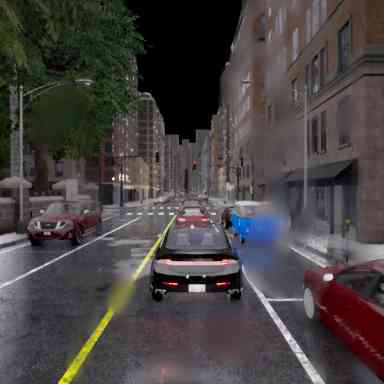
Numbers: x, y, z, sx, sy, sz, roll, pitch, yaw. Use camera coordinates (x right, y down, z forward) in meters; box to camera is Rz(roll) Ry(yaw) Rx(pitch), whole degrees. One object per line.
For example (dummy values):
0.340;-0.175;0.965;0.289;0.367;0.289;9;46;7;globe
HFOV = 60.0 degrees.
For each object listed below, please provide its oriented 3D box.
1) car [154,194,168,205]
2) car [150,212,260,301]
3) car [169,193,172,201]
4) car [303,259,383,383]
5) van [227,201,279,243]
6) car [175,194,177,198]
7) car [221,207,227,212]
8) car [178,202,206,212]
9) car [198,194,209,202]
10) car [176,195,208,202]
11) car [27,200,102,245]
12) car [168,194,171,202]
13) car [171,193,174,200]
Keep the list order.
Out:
-5.742;1.480;59.097;1.752;1.417;4.829;0;0;0;car
0.090;1.490;8.315;2.128;1.511;4.902;0;0;0;car
-5.756;1.493;70.169;1.887;1.381;4.507;0;0;0;car
2.850;1.544;4.308;1.887;1.381;4.507;0;0;0;car
2.836;1.336;15.629;1.690;1.788;3.998;0;0;0;van
-5.776;1.496;86.521;2.008;1.369;4.403;0;0;0;car
2.830;1.557;21.289;1.947;1.339;4.313;0;0;0;car
0.080;1.519;18.577;1.812;1.442;4.674;0;0;0;car
2.762;1.386;75.666;1.967;1.590;4.097;0;0;0;car
0.014;1.338;27.534;2.097;1.767;4.553;0;0;2;car
-5.689;1.310;15.578;2.192;1.841;5.009;0;0;0;car
-5.749;1.501;64.717;2.008;1.369;4.403;0;0;0;car
-5.763;1.491;75.619;1.887;1.381;4.507;0;0;0;car
